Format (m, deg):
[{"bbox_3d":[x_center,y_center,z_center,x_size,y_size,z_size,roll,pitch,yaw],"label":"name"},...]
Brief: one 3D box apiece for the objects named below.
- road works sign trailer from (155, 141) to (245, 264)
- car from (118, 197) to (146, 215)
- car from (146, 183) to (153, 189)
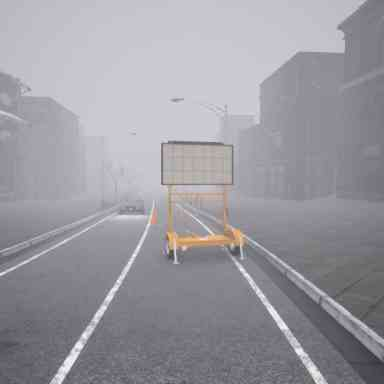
[{"bbox_3d":[0.140,0.175,10.820,2.380,3.560,2.880,-1,1,-16],"label":"road works sign trailer"},{"bbox_3d":[-4.791,1.106,26.911,1.994,1.385,4.181,0,0,-6],"label":"car"},{"bbox_3d":[-11.590,-1.602,90.634,1.837,1.490,4.892,0,3,-6],"label":"car"}]
